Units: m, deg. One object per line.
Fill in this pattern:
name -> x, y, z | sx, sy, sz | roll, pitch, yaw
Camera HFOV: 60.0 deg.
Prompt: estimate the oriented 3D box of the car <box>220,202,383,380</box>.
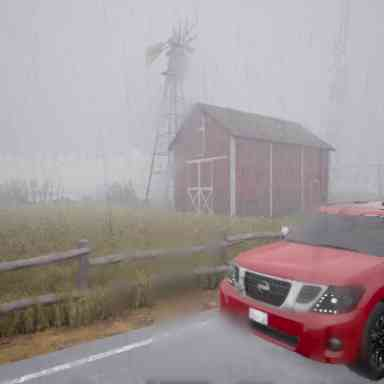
car -> 3.072, 1.222, 5.862 | 5.566, 2.045, 2.150 | 0, 0, -36
